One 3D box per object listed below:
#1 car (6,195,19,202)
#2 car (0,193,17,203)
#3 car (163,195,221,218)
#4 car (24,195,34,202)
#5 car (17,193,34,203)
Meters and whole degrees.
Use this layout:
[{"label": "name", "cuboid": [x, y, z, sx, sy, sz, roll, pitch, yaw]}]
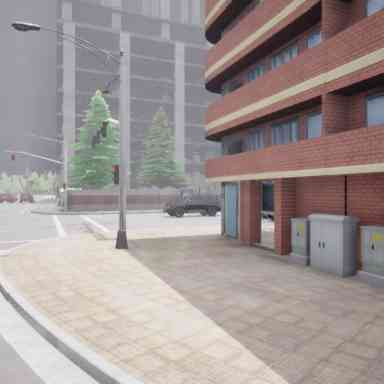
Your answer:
[{"label": "car", "cuboid": [-42.153, 1.537, 78.223, 2.033, 1.411, 5.357, 0, 0, -23]}, {"label": "car", "cuboid": [-38.004, 1.223, 68.432, 2.150, 2.045, 5.566, 0, 0, -23]}, {"label": "car", "cuboid": [0.117, 1.276, 31.313, 5.566, 2.045, 2.150, 0, 0, -23]}, {"label": "car", "cuboid": [-38.768, 1.521, 79.205, 1.812, 1.442, 4.674, 0, 0, -23]}, {"label": "car", "cuboid": [-34.638, 1.223, 69.458, 2.150, 2.045, 5.566, 0, 0, -23]}]
